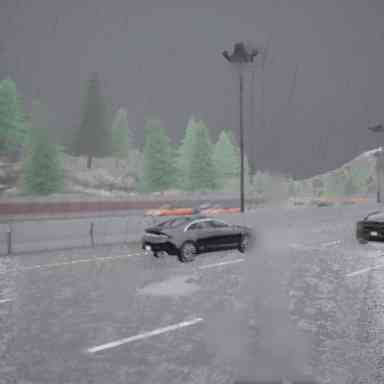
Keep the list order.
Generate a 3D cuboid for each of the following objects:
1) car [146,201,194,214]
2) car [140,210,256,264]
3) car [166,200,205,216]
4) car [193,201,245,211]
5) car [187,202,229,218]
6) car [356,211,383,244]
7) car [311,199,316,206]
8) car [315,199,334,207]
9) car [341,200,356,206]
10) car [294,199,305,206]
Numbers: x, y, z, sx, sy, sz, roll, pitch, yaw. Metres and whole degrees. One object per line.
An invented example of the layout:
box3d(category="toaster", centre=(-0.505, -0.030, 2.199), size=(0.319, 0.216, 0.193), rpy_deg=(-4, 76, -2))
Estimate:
box3d(category="car", centre=(-1.963, 1.777, 29.333), size=(4.553, 1.767, 2.097), rpy_deg=(0, -1, -42))
box3d(category="car", centre=(0.406, 1.668, 12.705), size=(4.902, 1.511, 2.128), rpy_deg=(0, -1, -39))
box3d(category="car", centre=(-0.726, 1.913, 40.057), size=(4.553, 1.767, 2.097), rpy_deg=(0, -1, -45))
box3d(category="car", centre=(2.693, 1.726, 28.829), size=(4.553, 1.767, 2.097), rpy_deg=(0, -1, -43))
box3d(category="car", centre=(1.934, 1.982, 37.758), size=(5.008, 1.535, 1.882), rpy_deg=(1, -1, -45))
box3d(category="car", centre=(9.496, 1.607, 15.649), size=(5.008, 1.535, 1.882), rpy_deg=(0, 0, -42))
box3d(category="car", centre=(26.918, 2.268, 71.829), size=(2.033, 1.411, 5.357), rpy_deg=(-1, -1, 29))
box3d(category="car", centre=(24.130, 2.194, 59.840), size=(1.895, 1.301, 4.718), rpy_deg=(-1, -1, 33))
box3d(category="car", centre=(27.946, 2.095, 59.315), size=(2.033, 1.411, 5.357), rpy_deg=(-1, -1, 33))
box3d(category="car", centre=(23.746, 2.307, 73.308), size=(1.812, 1.442, 4.674), rpy_deg=(-1, -1, 29))
